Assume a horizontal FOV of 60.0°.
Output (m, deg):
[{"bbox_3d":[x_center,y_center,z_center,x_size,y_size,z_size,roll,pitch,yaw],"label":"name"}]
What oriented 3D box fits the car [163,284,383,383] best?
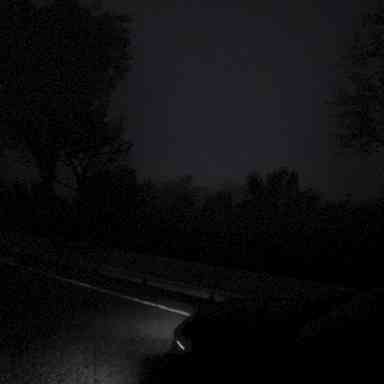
[{"bbox_3d":[1.895,1.532,2.735,4.674,1.442,1.812,0,0,35],"label":"car"}]
